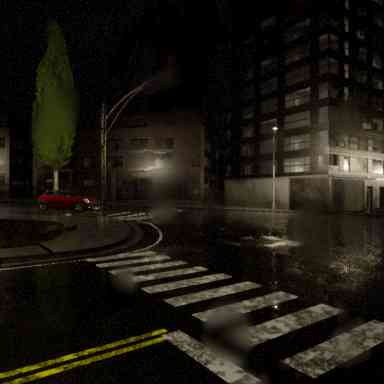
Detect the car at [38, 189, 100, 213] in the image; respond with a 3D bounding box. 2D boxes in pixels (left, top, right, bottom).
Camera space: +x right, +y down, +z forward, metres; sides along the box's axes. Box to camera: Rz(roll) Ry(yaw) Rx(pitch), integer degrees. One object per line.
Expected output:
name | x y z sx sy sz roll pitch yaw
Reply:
car | -9.554 0.617 26.029 4.553 1.767 2.097 1 0 11
